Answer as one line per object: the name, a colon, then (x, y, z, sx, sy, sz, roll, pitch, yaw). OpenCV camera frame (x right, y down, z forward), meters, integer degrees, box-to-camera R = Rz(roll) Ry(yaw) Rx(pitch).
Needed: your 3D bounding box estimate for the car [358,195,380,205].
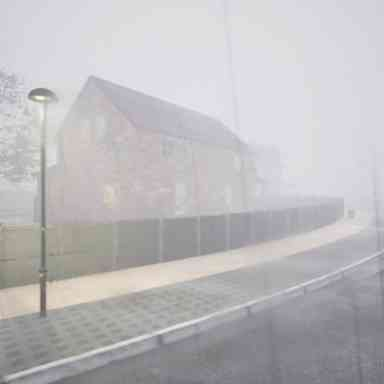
car: (27.768, 1.289, 52.323, 2.128, 1.511, 4.902, 1, 0, 7)
